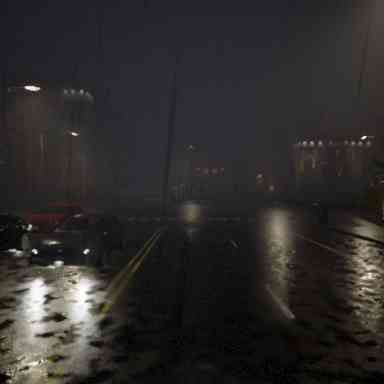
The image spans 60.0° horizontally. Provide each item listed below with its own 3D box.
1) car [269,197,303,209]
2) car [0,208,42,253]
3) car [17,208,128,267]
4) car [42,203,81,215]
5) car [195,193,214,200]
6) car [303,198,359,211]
[{"bbox_3d":[11.380,1.270,39.424,4.674,1.442,1.812,0,0,-22],"label":"car"},{"bbox_3d":[-7.010,1.437,10.786,1.837,1.490,4.892,0,0,0],"label":"car"},{"bbox_3d":[-3.504,1.473,11.413,2.033,1.411,5.357,0,0,0],"label":"car"},{"bbox_3d":[-7.030,1.364,17.535,1.882,1.535,5.008,0,0,1],"label":"car"},{"bbox_3d":[2.658,0.928,73.829,4.193,1.474,1.816,0,0,0],"label":"car"},{"bbox_3d":[15.347,1.312,36.296,5.357,1.411,2.033,0,0,-8],"label":"car"}]
